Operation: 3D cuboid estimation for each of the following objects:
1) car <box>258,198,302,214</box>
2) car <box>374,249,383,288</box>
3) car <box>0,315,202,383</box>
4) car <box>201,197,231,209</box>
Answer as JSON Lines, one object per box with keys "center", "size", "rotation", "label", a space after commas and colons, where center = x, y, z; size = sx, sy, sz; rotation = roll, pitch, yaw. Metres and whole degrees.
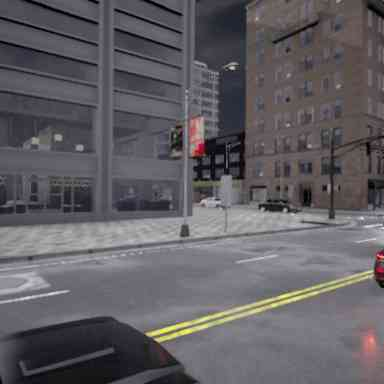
{"center": [8.945, 1.424, 34.102], "size": [1.837, 1.490, 4.892], "rotation": [1, 0, -36], "label": "car"}
{"center": [6.061, 1.532, 7.839], "size": [4.674, 1.442, 1.812], "rotation": [0, 0, -36], "label": "car"}
{"center": [-2.149, 1.601, 1.880], "size": [4.718, 1.301, 1.895], "rotation": [0, 0, -36], "label": "car"}
{"center": [2.941, 1.405, 42.326], "size": [1.812, 1.442, 4.674], "rotation": [1, 0, -36], "label": "car"}
